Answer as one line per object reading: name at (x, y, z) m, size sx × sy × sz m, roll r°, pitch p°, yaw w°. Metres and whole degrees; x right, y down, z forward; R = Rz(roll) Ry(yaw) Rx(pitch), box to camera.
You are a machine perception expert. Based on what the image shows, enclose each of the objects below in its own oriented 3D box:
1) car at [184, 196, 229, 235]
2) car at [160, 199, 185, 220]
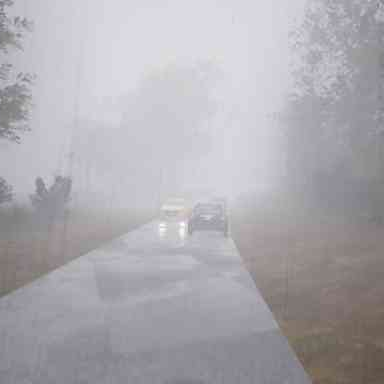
car at (0.960, 1.325, 18.898) m, size 2.097 × 1.767 × 4.553 m, roll 0°, pitch 1°, yaw 4°
car at (-1.255, 1.295, 26.882) m, size 1.882 × 1.535 × 5.008 m, roll 1°, pitch 1°, yaw 7°
